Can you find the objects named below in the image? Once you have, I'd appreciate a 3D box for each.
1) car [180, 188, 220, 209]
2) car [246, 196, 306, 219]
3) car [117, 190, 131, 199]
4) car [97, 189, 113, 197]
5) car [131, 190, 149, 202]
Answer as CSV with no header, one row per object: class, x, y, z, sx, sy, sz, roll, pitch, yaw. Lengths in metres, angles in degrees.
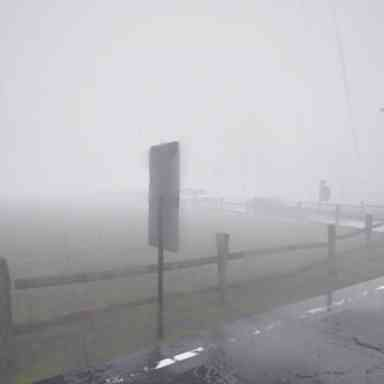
car,0.494,0.621,33.781,2.150,2.045,5.566,1,1,-35
car,6.314,1.113,25.467,1.882,1.535,5.008,1,1,-35
car,-10.757,0.373,54.954,1.882,1.535,5.008,1,1,-35
car,-16.771,0.152,63.524,2.128,1.511,4.902,1,1,-35
car,-5.430,0.515,42.245,2.097,1.767,4.553,1,1,-35
